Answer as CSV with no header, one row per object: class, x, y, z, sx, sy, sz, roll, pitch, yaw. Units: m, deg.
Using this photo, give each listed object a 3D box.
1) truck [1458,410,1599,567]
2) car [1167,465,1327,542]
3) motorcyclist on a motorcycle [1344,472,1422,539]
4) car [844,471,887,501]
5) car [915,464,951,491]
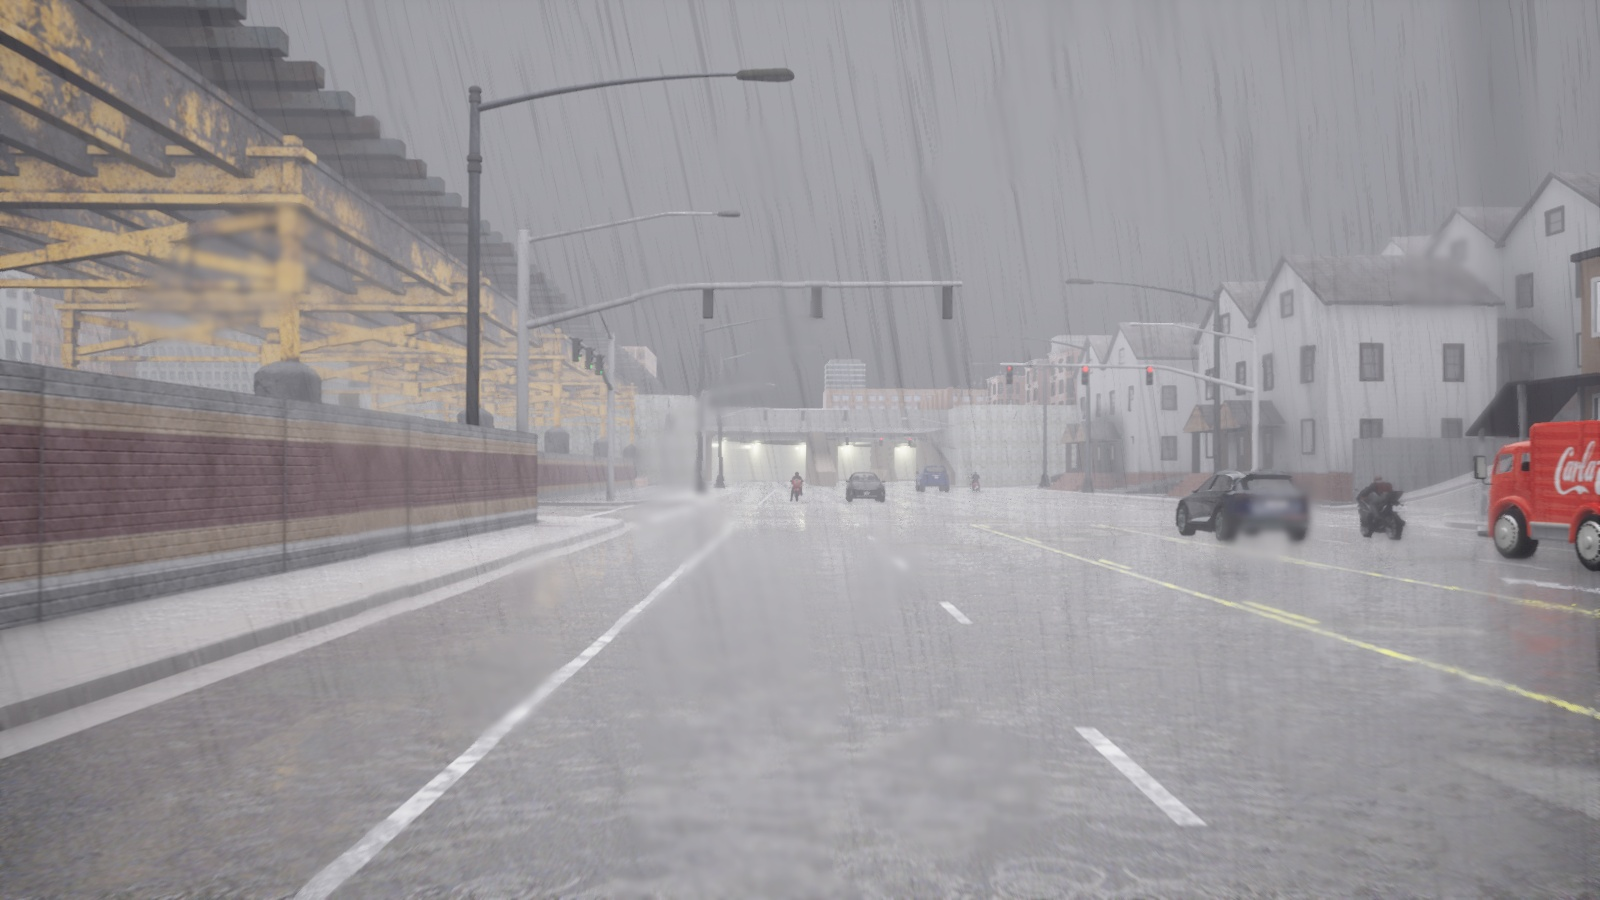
truck,13.950,0.631,21.460,2.627,2.467,5.204,0,-1,0
car,10.433,1.201,29.732,2.033,1.649,4.856,0,-1,0
motorcyclist on a motorcycle,13.896,1.297,30.020,0.866,1.530,2.191,0,-1,1
car,3.352,1.837,65.045,2.007,1.525,4.514,0,-1,0
car,10.279,2.125,97.474,2.150,2.045,5.566,0,-1,0
